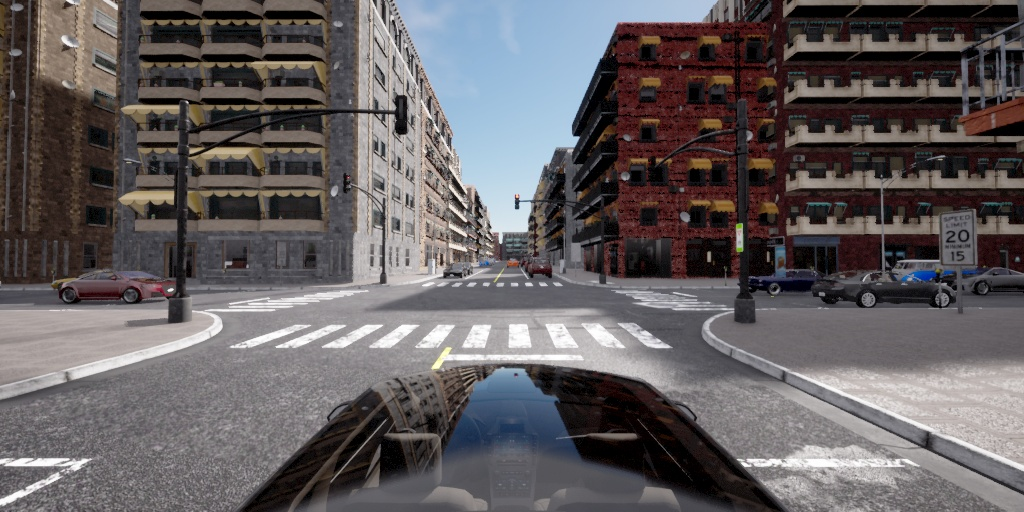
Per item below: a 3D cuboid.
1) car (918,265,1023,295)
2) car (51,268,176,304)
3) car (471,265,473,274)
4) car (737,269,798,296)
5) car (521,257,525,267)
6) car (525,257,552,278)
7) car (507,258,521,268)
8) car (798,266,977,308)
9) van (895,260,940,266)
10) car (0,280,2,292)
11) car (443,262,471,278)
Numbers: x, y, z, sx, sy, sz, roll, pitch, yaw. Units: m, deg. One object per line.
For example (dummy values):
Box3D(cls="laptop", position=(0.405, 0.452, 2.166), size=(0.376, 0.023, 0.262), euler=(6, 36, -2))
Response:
Box3D(cls="car", position=(24.579, 1.287, 18.766), size=(4.181, 1.385, 1.994), euler=(0, -1, 0))
Box3D(cls="car", position=(-17.189, 1.339, 15.970), size=(4.181, 1.385, 1.994), euler=(0, -1, 0))
Box3D(cls="car", position=(-5.266, 1.331, 39.210), size=(1.948, 1.339, 4.313), euler=(0, 0, 0))
Box3D(cls="car", position=(14.574, 1.347, 18.801), size=(4.718, 1.301, 1.895), euler=(0, -1, -2))
Box3D(cls="car", position=(2.622, 1.086, 44.807), size=(2.192, 1.841, 5.009), euler=(0, 0, 0))
Box3D(cls="car", position=(2.608, 1.077, 33.684), size=(2.192, 1.841, 5.009), euler=(0, 0, 0))
Box3D(cls="car", position=(0.177, 1.176, 63.717), size=(2.097, 1.767, 4.553), euler=(0, 0, 0))
Box3D(cls="car", position=(13.760, 1.185, 13.376), size=(4.403, 1.370, 2.007), euler=(0, 0, 0))
Box3D(cls="van", position=(24.928, 1.115, 21.214), size=(3.998, 1.789, 1.690), euler=(0, 0, 0))
Box3D(cls="car", position=(-26.678, 1.027, 16.012), size=(5.566, 2.045, 2.150), euler=(0, -1, 0))
Box3D(cls="car", position=(-5.274, 1.328, 33.649), size=(1.948, 1.339, 4.313), euler=(0, 0, 0))
